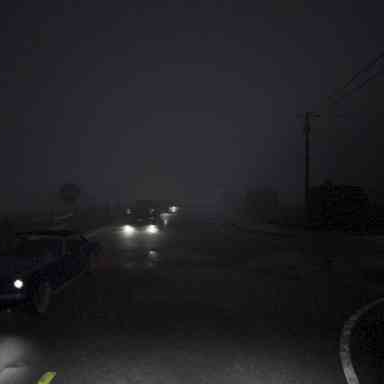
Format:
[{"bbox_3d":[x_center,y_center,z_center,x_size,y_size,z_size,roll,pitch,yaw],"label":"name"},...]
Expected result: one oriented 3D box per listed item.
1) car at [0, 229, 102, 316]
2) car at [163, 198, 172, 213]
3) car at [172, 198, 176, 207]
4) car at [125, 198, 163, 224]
[{"bbox_3d":[-3.596,1.603,7.645,1.895,1.301,4.718,0,0,0],"label":"car"},{"bbox_3d":[-3.592,1.477,37.090,1.882,1.535,5.008,0,0,0],"label":"car"},{"bbox_3d":[-3.559,1.600,52.816,1.895,1.301,4.718,0,0,0],"label":"car"},{"bbox_3d":[-3.596,1.352,24.965,2.097,1.767,4.553,0,0,0],"label":"car"}]
